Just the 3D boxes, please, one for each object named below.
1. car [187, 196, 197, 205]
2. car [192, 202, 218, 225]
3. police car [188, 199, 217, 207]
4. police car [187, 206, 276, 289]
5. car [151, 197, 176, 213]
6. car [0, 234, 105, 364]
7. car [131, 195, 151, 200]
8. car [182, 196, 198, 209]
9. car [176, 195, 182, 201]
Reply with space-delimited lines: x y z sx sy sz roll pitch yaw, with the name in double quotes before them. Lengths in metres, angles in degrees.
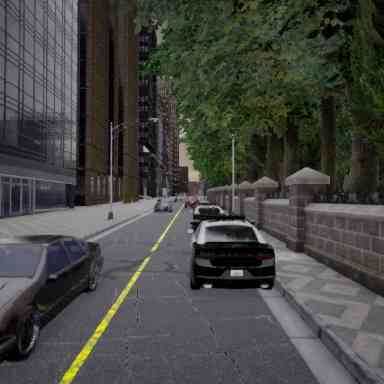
"car" 0.018 1.562 61.411 1.812 1.442 4.674 0 0 0
"car" 0.908 1.530 25.167 1.812 1.442 4.674 0 0 0
"police car" 0.906 1.428 19.275 1.930 1.638 5.238 0 0 0
"police car" 0.903 1.427 9.273 1.930 1.638 5.238 0 0 0
"car" -3.089 1.514 36.529 1.837 1.490 4.892 0 0 0
"car" -3.099 1.549 6.178 2.033 1.411 5.357 0 0 0
"car" -14.611 1.583 93.534 4.403 1.369 2.008 0 -1 0
"car" 0.049 1.371 46.657 2.097 1.767 4.553 0 0 1
"car" -2.978 1.564 75.396 1.837 1.490 4.892 0 -1 0
